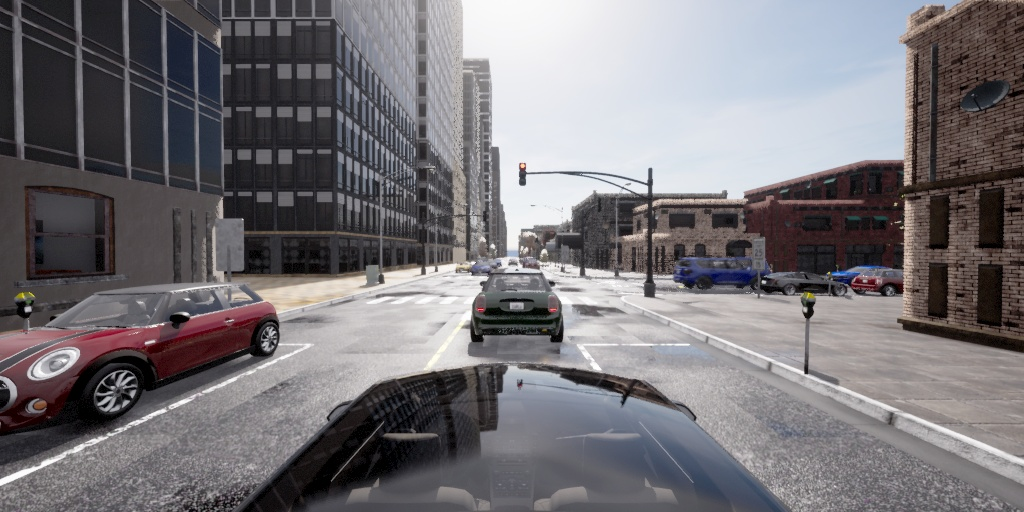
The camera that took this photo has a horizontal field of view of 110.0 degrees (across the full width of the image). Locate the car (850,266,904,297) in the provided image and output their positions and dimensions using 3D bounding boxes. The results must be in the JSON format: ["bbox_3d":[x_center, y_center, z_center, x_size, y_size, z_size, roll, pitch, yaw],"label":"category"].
[{"bbox_3d":[21.985,1.474,20.336,4.097,1.591,1.967,0,0,1],"label":"car"}]

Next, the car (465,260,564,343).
[{"bbox_3d":[0.147,1.100,9.871,2.097,1.767,4.553,0,0,1],"label":"car"}]

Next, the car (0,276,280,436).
[{"bbox_3d":[-5.686,1.189,5.572,1.967,1.591,4.097,0,0,0],"label":"car"}]

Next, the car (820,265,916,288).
[{"bbox_3d":[25.733,1.456,26.063,5.008,1.535,1.882,1,1,1],"label":"car"}]

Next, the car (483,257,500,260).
[{"bbox_3d":[-3.025,1.264,50.282,1.812,1.442,4.674,0,0,0],"label":"car"}]

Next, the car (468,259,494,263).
[{"bbox_3d":[-3.050,1.267,36.560,1.812,1.442,4.674,0,0,0],"label":"car"}]

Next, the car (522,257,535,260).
[{"bbox_3d":[2.758,1.179,49.096,1.967,1.591,4.097,0,0,0],"label":"car"}]

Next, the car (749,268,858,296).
[{"bbox_3d":[16.438,1.547,20.415,4.313,1.339,1.948,0,0,1],"label":"car"}]

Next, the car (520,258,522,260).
[{"bbox_3d":[2.774,1.052,60.384,2.192,1.841,5.009,0,0,0],"label":"car"}]

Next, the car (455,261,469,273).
[{"bbox_3d":[-5.769,1.265,43.349,1.751,1.417,4.829,0,0,0],"label":"car"}]

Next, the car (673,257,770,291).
[{"bbox_3d":[13.331,1.138,22.951,5.566,2.045,2.150,0,1,1],"label":"car"}]
